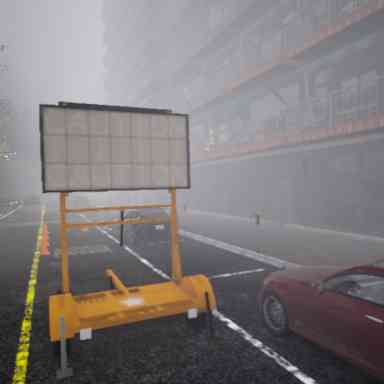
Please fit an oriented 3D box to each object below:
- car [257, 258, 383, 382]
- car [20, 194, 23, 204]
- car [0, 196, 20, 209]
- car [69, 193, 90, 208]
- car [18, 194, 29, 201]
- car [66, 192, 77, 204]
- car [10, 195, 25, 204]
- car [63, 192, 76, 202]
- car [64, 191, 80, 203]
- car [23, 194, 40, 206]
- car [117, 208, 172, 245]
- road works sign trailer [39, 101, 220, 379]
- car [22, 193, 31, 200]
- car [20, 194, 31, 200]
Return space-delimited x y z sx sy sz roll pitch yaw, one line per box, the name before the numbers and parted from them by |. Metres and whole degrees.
car | 2.490 1.430 3.962 1.802 1.307 4.206 -2 1 -24
car | -25.526 1.246 47.007 1.967 1.590 4.097 -2 1 -24
car | -23.267 1.277 41.852 1.967 1.590 4.097 -2 1 -24
car | -13.331 1.149 40.058 1.887 1.381 4.507 -2 1 -24
car | -36.755 1.182 72.638 1.752 1.417 4.829 -2 1 -24
car | -15.592 1.117 45.215 1.887 1.381 4.507 -2 1 -24
car | -30.043 1.294 57.324 2.008 1.369 4.403 -2 1 -24
car | -22.374 0.920 60.683 1.967 1.590 4.097 -2 1 -24
car | -20.118 0.826 55.523 2.192 1.841 5.009 -2 1 -24
car | -23.426 1.193 48.920 1.882 1.535 5.008 -2 1 -24
car | -2.031 1.341 14.277 1.947 1.339 4.313 -2 1 -24
road works sign trailer | -1.214 0.378 5.630 2.380 3.560 2.880 -2 1 -24
car | -41.275 1.128 82.952 1.752 1.417 4.829 -2 1 -24
car | -39.082 1.179 77.951 2.008 1.369 4.403 -2 1 -24
